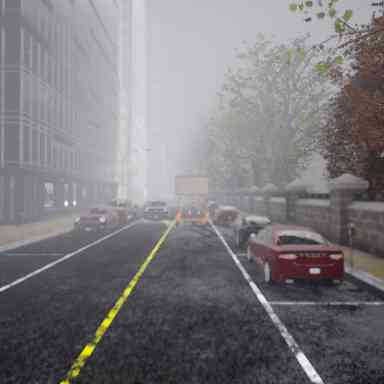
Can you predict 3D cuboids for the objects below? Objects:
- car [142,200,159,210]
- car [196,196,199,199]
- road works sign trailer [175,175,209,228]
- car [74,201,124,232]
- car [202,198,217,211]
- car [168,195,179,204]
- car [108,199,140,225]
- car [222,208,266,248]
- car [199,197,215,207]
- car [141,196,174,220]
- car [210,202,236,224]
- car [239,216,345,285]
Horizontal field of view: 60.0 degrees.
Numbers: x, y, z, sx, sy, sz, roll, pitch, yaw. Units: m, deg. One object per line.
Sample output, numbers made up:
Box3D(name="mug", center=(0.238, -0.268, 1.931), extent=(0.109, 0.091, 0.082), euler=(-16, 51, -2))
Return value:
Box3D(name="car", center=(-5.977, 1.826, 48.488), extent=(1.947, 1.339, 4.313), euler=(0, 0, -1))
Box3D(name="car", center=(2.271, 1.845, 59.567), extent=(2.008, 1.369, 4.403), euler=(0, 0, -1))
Box3D(name="road works sign trailer", center=(0.025, 0.617, 23.517), extent=(2.380, 3.560, 2.880), euler=(0, 0, 0))
Box3D(name="car", center=(-5.811, 1.577, 20.623), extent=(1.967, 1.590, 4.097), euler=(0, 0, 0))
Box3D(name="car", center=(2.666, 1.824, 42.884), extent=(1.802, 1.307, 4.206), euler=(0, 0, -1))
Box3D(name="car", center=(-3.711, 1.819, 70.804), extent=(1.812, 1.442, 4.674), euler=(0, 0, -1))
Box3D(name="car", center=(-5.804, 1.482, 26.182), extent=(2.192, 1.841, 5.009), euler=(0, 0, 0))
Box3D(name="car", center=(2.709, 1.654, 15.105), extent=(2.008, 1.369, 4.403), euler=(0, 0, 0))
Box3D(name="car", center=(2.554, 1.576, 48.451), extent=(2.192, 1.841, 5.009), euler=(0, 0, -1))
Box3D(name="car", center=(-3.075, 1.540, 30.454), extent=(2.097, 1.767, 4.553), euler=(0, 0, 0))
Box3D(name="car", center=(2.721, 1.712, 26.227), extent=(1.887, 1.381, 4.507), euler=(0, 0, 0))
Box3D(name="car", center=(2.703, 1.613, 9.545), extent=(1.887, 1.381, 4.507), euler=(0, 0, 0))
